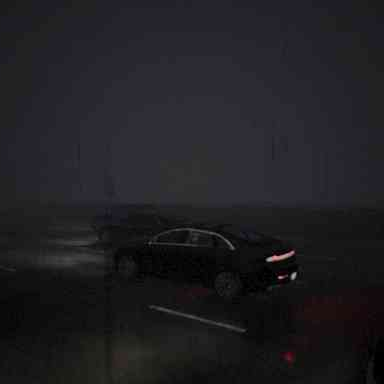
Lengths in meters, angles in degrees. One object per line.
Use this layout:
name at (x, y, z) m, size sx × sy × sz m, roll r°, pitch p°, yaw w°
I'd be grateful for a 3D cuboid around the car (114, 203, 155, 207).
car at (-3.853, 1.432, 19.638) m, size 4.553 × 1.767 × 2.097 m, roll 0°, pitch 0°, yaw 36°

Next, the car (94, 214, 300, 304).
car at (0.107, 1.516, 8.214) m, size 4.902 × 1.511 × 2.128 m, roll 0°, pitch 0°, yaw 36°

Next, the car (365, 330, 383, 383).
car at (3.790, 1.207, 1.288) m, size 5.566 × 2.045 × 2.150 m, roll 0°, pitch 0°, yaw 35°

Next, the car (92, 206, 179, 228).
car at (-1.916, 1.558, 13.957) m, size 4.892 × 1.490 × 1.837 m, roll 0°, pitch 0°, yaw 36°
